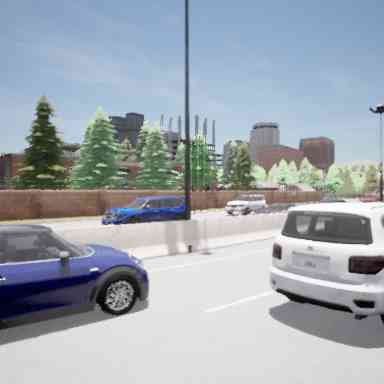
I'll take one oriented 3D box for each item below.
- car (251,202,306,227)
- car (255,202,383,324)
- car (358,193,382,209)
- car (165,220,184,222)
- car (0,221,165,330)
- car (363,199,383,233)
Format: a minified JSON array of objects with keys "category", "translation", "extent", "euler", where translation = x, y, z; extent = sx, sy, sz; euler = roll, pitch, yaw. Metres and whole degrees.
[{"category":"car","translation":[6.368,1.560,24.158],"extent":[1.837,1.490,4.892],"euler":[0,0,42]},{"category":"car","translation":[3.989,1.231,7.120],"extent":[5.566,2.045,2.150],"euler":[0,0,-40]},{"category":"car","translation":[26.098,1.267,48.639],"extent":[2.150,2.045,5.566],"euler":[0,0,39]},{"category":"car","translation":[-2.615,1.302,20.098],"extent":[5.566,2.045,2.150],"euler":[0,0,-42]},{"category":"car","translation":[-3.052,1.386,6.075],"extent":[4.553,1.767,2.097],"euler":[0,0,-36]},{"category":"car","translation":[11.948,1.367,19.711],"extent":[2.097,1.767,4.553],"euler":[0,0,43]}]
